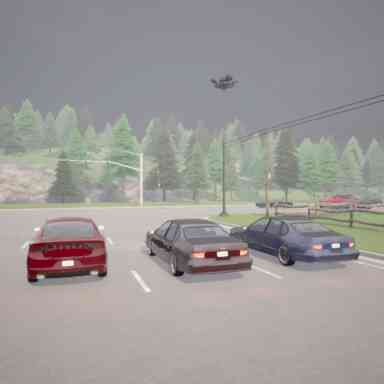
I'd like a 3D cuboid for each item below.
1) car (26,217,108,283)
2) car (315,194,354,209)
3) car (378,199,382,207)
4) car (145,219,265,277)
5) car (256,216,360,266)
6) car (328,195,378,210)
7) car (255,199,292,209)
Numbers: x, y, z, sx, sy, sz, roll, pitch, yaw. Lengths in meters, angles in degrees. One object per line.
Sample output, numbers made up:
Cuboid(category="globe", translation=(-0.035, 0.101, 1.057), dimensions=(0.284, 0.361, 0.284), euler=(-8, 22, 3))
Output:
Cuboid(category="car", translation=(-3.648, 1.478, 9.932), dimensions=(1.882, 1.535, 5.008), euler=(0, 0, -19))
Cuboid(category="car", translation=(18.984, 1.221, 43.797), dimensions=(5.566, 2.045, 2.150), euler=(0, 0, -19))
Cuboid(category="car", translation=(26.184, 1.492, 49.976), dimensions=(4.902, 1.511, 2.128), euler=(0, 0, -19))
Cuboid(category="car", translation=(-0.105, 1.547, 10.403), dimensions=(2.033, 1.411, 5.357), euler=(0, 0, -20))
Cuboid(category="car", translation=(3.172, 1.547, 11.644), dimensions=(2.033, 1.411, 5.357), euler=(0, 0, -20))
Cuboid(category="car", translation=(19.493, 1.491, 40.270), dimensions=(4.902, 1.511, 2.128), euler=(0, 0, -19))
Cuboid(category="car", translation=(10.897, 1.601, 44.697), dimensions=(4.718, 1.301, 1.895), euler=(0, 0, -19))
